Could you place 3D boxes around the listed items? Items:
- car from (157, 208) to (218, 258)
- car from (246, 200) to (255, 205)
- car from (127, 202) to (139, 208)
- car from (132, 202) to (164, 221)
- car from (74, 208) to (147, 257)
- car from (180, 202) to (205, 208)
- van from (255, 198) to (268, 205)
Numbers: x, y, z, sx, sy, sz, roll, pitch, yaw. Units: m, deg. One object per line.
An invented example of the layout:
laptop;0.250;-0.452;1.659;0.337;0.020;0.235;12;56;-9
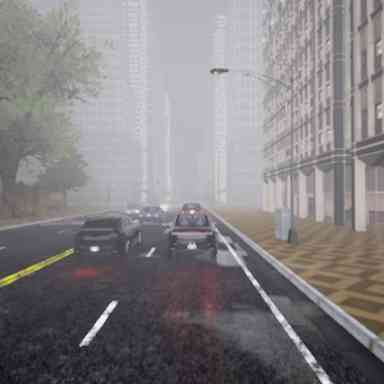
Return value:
car;0.016;1.638;13.501;2.128;1.511;4.902;0;0;0
car;17.069;2.791;90.812;4.829;1.417;1.752;0;-1;2
car;-9.827;2.312;56.638;1.895;1.301;4.718;0;-1;1
car;-3.246;1.855;27.526;2.033;1.411;5.357;0;-1;0
car;-3.234;1.652;13.510;1.837;1.490;4.892;0;0;0
car;0.013;1.669;28.426;2.097;1.767;4.553;0;-1;0
van;18.342;2.488;82.644;3.998;1.788;1.690;0;-1;2
